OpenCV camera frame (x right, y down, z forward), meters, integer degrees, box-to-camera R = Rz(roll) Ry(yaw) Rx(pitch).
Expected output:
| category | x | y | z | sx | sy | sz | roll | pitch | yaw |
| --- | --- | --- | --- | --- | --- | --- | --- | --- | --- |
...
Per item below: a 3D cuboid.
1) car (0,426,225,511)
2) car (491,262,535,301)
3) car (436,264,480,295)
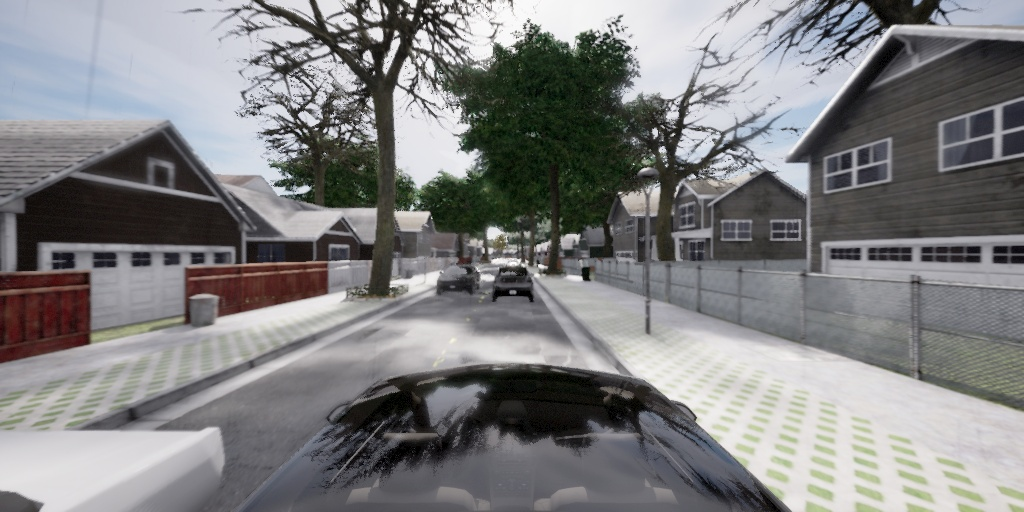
| category | x | y | z | sx | sy | sz | roll | pitch | yaw |
| --- | --- | --- | --- | --- | --- | --- | --- | --- | --- |
| car | -2.844 | 1.354 | 0.121 | 1.895 | 1.301 | 4.718 | 0 | 0 | 0 |
| car | 0.055 | 1.232 | 17.190 | 1.837 | 1.490 | 4.892 | 0 | 1 | 0 |
| car | -2.829 | 1.200 | 19.604 | 1.882 | 1.535 | 5.008 | 0 | 0 | 0 |
